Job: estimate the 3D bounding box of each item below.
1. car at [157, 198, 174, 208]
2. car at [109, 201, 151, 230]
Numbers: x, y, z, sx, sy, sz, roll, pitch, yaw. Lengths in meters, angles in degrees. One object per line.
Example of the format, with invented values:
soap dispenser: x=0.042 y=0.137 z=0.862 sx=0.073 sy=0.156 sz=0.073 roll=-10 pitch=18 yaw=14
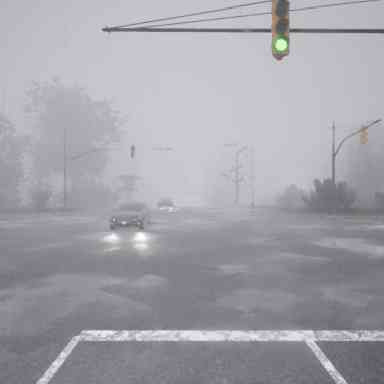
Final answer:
car: x=-3.500 y=1.429 z=44.538 sx=1.994 sy=1.385 sz=4.181 roll=0 pitch=-1 yaw=0
car: x=-3.500 y=1.317 z=19.510 sx=1.837 sy=1.490 sz=4.892 roll=0 pitch=1 yaw=0
